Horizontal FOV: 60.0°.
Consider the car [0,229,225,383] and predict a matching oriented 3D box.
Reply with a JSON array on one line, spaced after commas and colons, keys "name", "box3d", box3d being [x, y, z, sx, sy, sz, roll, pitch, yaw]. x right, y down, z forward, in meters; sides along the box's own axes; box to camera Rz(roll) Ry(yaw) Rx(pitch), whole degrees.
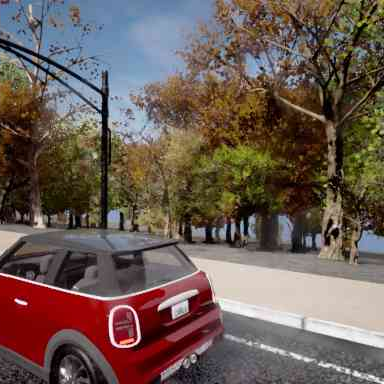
[{"name": "car", "box3d": [-1.861, 1.351, 5.012, 4.553, 1.767, 2.097, 0, 0, 36]}]
